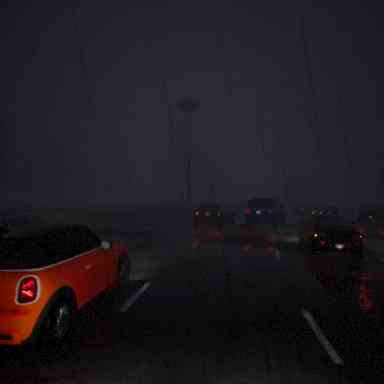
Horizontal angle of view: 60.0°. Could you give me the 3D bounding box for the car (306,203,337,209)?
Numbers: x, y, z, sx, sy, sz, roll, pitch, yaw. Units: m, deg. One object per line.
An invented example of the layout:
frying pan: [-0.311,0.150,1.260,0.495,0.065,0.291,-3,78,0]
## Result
car: [11.988,1.812,29.749,2.033,1.411,5.357,0,0,30]

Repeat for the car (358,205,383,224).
car: [14.987,1.783,27.830,1.812,1.442,4.674,0,-1,29]

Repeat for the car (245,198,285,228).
car: [5.372,1.426,24.172,2.150,2.045,5.566,0,0,23]

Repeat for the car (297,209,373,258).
car: [5.465,1.645,13.367,1.812,1.442,4.674,0,-1,13]

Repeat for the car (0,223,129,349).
car: [-2.783,1.396,6.590,2.097,1.767,4.553,0,0,6]

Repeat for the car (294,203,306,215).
car: [13.122,1.897,38.191,1.994,1.385,4.181,0,0,32]

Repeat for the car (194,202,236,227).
car: [1.817,1.548,24.585,2.097,1.767,4.553,0,0,21]
